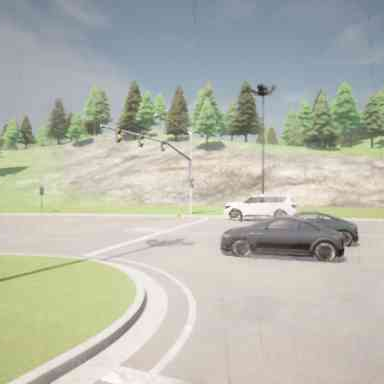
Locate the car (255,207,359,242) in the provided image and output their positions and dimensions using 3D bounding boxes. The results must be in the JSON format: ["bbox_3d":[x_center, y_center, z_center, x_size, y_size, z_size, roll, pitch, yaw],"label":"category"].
[{"bbox_3d":[5.115,1.555,14.842,4.181,1.385,1.994,0,0,16],"label":"car"}]

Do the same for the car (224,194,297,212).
[{"bbox_3d":[5.275,1.208,25.718,5.566,2.045,2.150,0,0,15],"label":"car"}]

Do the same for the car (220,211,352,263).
[{"bbox_3d":[3.122,1.557,11.782,4.181,1.385,1.994,0,0,16],"label":"car"}]
